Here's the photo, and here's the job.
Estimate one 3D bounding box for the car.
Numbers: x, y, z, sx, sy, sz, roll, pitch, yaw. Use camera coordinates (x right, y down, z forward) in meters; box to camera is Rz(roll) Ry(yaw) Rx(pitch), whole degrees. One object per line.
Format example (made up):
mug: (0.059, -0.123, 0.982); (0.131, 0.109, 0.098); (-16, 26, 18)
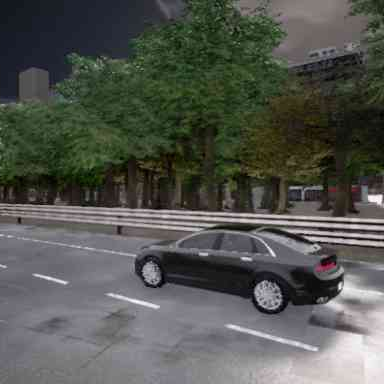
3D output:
car: (0.781, 1.508, 7.611); (4.892, 1.490, 1.837); (0, 0, 36)
